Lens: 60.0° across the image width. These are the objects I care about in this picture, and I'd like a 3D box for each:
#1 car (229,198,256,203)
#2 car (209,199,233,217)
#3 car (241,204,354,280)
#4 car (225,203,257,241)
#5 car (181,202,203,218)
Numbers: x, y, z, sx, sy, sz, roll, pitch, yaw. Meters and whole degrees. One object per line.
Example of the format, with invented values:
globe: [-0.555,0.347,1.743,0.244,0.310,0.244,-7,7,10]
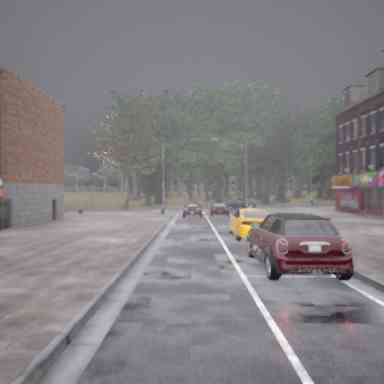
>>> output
car: [6.260,1.586,44.383,4.892,1.490,1.837,-2,0,-7]
car: [2.657,1.723,33.440,1.887,1.381,4.507,-1,0,0]
car: [2.998,1.402,10.232,2.097,1.767,4.553,0,0,0]
car: [3.031,1.564,17.263,1.882,1.535,5.008,0,0,0]
car: [0.088,1.698,32.400,1.812,1.442,4.674,0,0,2]
